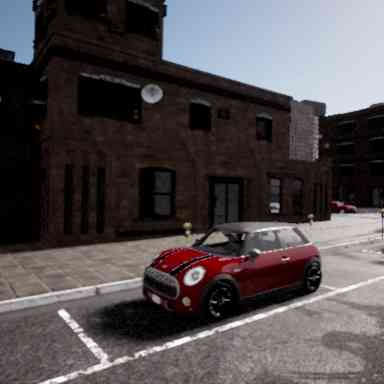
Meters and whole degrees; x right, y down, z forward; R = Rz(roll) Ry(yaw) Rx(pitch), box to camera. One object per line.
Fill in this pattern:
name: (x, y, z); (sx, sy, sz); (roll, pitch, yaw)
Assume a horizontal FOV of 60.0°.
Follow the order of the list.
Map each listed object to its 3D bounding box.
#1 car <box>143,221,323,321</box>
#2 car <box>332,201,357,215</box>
car: (0.974, 1.431, 7.248); (4.097, 1.590, 1.967); (0, 1, -36)
car: (14.231, 1.552, 33.506); (1.887, 1.381, 4.507); (1, -1, -35)
